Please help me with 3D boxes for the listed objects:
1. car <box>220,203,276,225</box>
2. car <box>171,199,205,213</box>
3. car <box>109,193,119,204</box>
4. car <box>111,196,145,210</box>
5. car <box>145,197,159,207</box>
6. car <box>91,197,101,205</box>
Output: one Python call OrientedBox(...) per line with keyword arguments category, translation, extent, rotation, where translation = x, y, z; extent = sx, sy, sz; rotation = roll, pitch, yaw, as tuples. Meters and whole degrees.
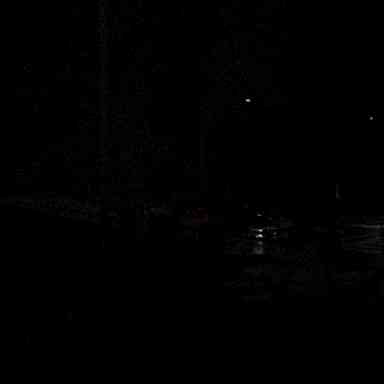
OrientedBox(category="car", translation=(4.010, 1.557, 24.626), extent=(1.812, 1.442, 4.674), rotation=(-1, 0, -35))
OrientedBox(category="car", translation=(-0.568, 1.508, 36.972), extent=(2.128, 1.511, 4.902), rotation=(-1, 0, -35))
OrientedBox(category="car", translation=(-12.959, 1.266, 59.799), extent=(2.150, 2.045, 5.566), rotation=(-1, 0, -35))
OrientedBox(category="car", translation=(-8.082, 1.585, 41.618), extent=(1.812, 1.442, 4.674), rotation=(-1, 0, -35))
OrientedBox(category="car", translation=(-6.885, 1.523, 51.346), extent=(1.837, 1.490, 4.892), rotation=(-1, 0, -35))
OrientedBox(category="car", translation=(-16.450, 1.580, 59.265), extent=(1.837, 1.490, 4.892), rotation=(-1, 0, -35))
